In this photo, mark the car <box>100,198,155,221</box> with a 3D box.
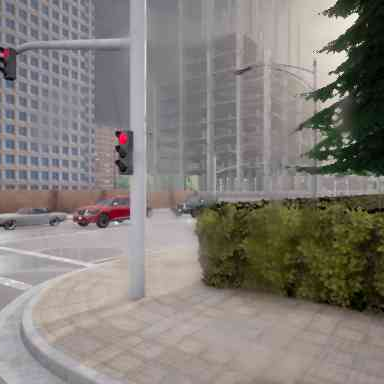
[{"bbox_3d":[-5.526,1.407,29.115,2.097,1.767,4.553,0,0,35],"label":"car"}]

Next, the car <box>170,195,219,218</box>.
[{"bbox_3d":[0.539,1.277,31.582,2.150,2.045,5.566,0,0,36],"label":"car"}]

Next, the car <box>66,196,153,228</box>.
[{"bbox_3d":[-5.495,1.277,23.153,2.150,2.045,5.566,0,0,33],"label":"car"}]

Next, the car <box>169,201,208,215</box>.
[{"bbox_3d":[-0.300,1.656,36.430,1.895,1.301,4.718,0,0,36],"label":"car"}]

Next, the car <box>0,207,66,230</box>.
[{"bbox_3d":[-10.737,1.656,21.785,1.895,1.301,4.718,0,0,35],"label":"car"}]
